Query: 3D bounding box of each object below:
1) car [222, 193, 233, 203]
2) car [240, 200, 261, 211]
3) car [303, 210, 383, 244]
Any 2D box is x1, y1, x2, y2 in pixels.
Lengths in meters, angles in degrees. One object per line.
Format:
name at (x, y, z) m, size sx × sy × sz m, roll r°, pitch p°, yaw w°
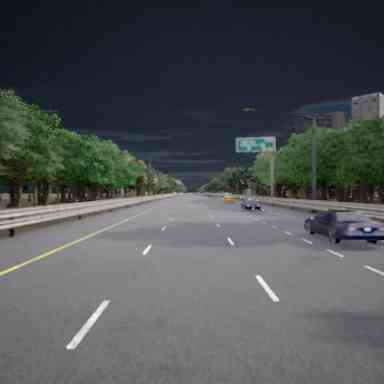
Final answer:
car at (7.186, 1.438, 67.098) m, size 1.882 × 1.535 × 5.008 m, roll 0°, pitch 0°, yaw 0°
car at (7.073, 1.589, 40.549) m, size 1.895 × 1.301 × 4.718 m, roll 0°, pitch 0°, yaw 0°
car at (7.007, 1.549, 15.785) m, size 2.033 × 1.411 × 5.357 m, roll 0°, pitch 0°, yaw 0°
